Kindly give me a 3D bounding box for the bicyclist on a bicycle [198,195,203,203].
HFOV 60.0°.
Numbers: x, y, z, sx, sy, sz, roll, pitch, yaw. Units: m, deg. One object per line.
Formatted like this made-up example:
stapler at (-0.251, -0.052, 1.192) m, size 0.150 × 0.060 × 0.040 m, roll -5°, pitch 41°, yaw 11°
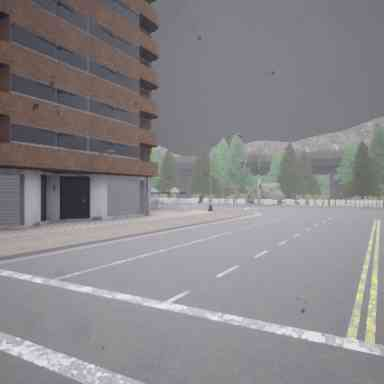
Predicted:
bicyclist on a bicycle at (1.517, 1.242, 59.797) m, size 0.582 × 1.620 × 1.656 m, roll 0°, pitch 0°, yaw 30°
